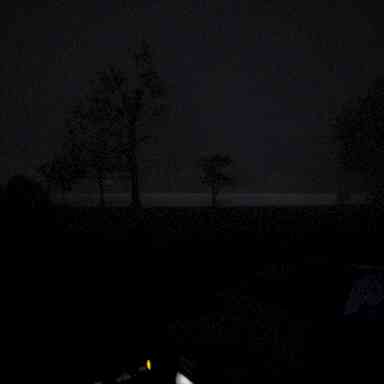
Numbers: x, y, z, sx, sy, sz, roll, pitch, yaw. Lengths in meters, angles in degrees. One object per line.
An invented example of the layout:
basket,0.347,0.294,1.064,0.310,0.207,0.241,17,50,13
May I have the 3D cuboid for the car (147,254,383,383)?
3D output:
car,1.554,1.563,4.183,4.181,1.385,1.994,0,0,-36
